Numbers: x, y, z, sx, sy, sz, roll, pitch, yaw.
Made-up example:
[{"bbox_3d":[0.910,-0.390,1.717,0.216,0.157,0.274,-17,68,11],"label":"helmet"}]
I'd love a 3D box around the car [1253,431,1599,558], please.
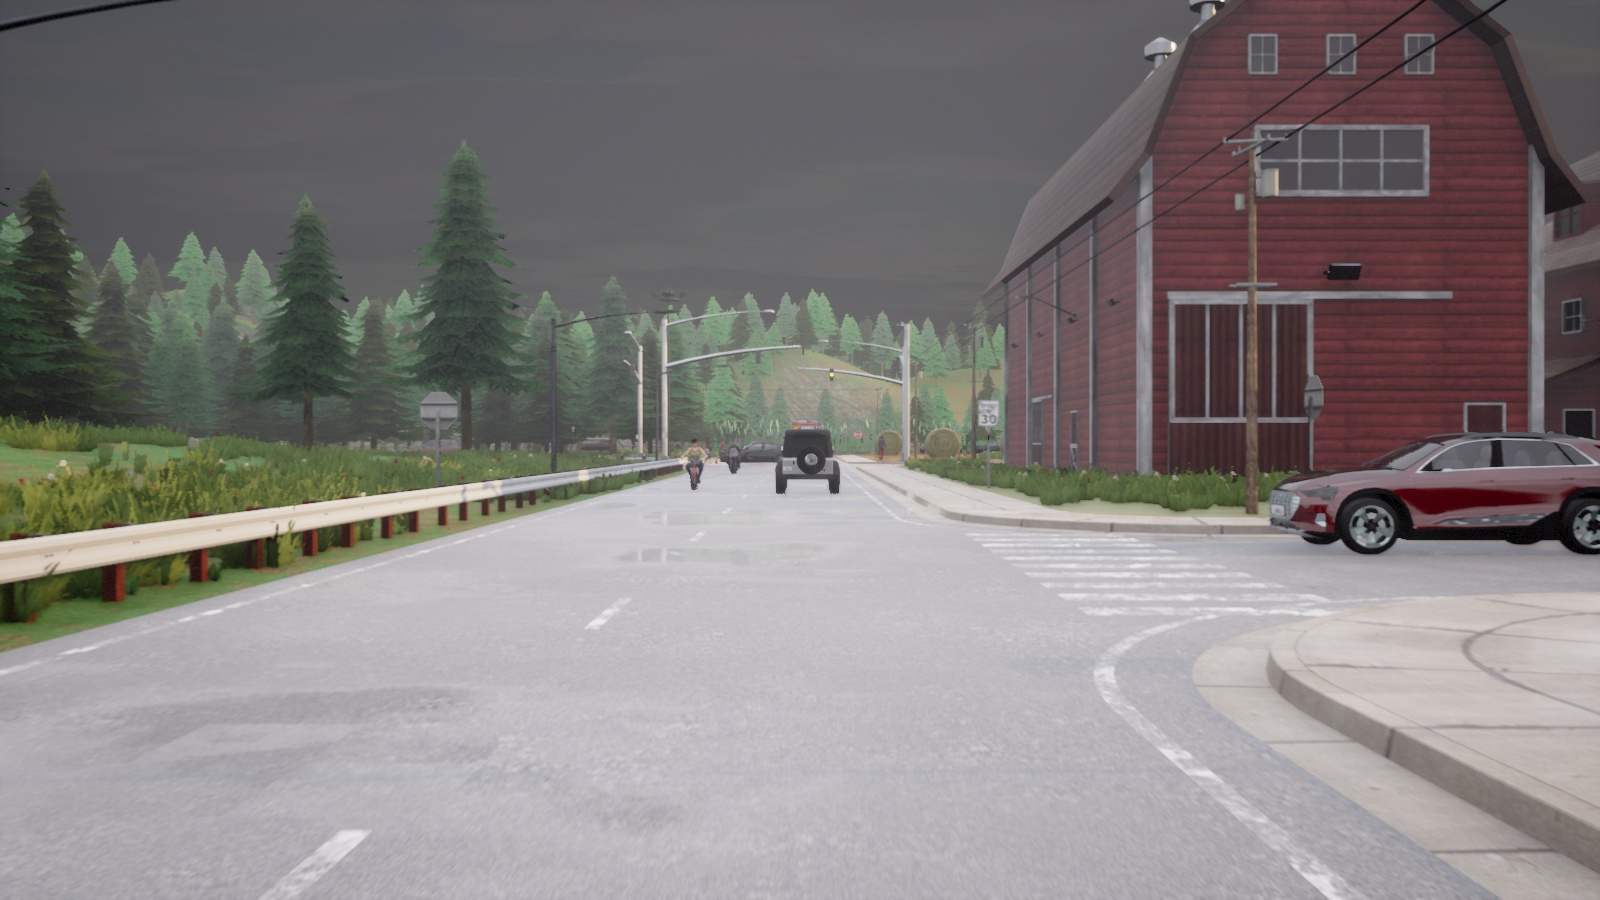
[{"bbox_3d":[9.081,0.577,17.407,4.856,1.649,2.033,0,0,1],"label":"car"}]

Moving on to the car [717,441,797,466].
[{"bbox_3d":[-2.721,0.219,80.112,5.008,1.535,1.882,0,0,-1],"label":"car"}]

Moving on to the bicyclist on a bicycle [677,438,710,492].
[{"bbox_3d":[-3.262,0.444,38.695,0.866,1.612,1.509,0,0,1],"label":"bicyclist on a bicycle"}]

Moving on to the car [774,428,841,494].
[{"bbox_3d":[0.230,0.311,37.856,1.905,1.878,3.866,0,0,0],"label":"car"}]

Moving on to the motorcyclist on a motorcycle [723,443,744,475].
[{"bbox_3d":[-3.147,0.415,59.535,0.866,1.530,2.191,0,0,0],"label":"motorcyclist on a motorcycle"}]

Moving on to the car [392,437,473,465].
[{"bbox_3d":[-23.313,0.071,79.855,4.553,1.767,2.097,0,0,-1],"label":"car"}]
